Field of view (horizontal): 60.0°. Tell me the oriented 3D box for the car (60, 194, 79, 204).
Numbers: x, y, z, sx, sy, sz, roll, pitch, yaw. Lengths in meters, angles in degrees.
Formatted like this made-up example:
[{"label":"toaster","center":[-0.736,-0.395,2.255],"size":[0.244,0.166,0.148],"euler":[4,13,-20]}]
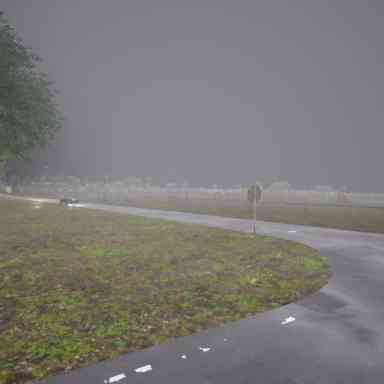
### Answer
[{"label":"car","center":[-18.493,1.000,50.101],"size":[2.128,1.511,4.902],"euler":[2,-1,-35]}]
